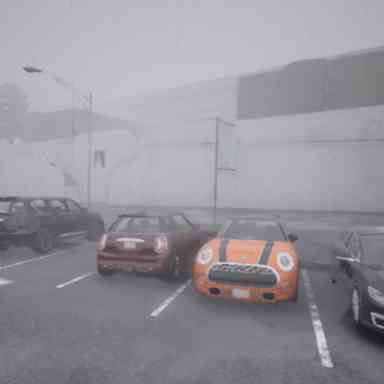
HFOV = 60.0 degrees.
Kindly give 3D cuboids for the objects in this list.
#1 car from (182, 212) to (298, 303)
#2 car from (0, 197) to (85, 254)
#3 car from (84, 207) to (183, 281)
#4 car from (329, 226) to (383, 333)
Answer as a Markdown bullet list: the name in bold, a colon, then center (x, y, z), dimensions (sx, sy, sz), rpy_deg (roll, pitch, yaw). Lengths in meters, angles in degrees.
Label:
- **car**: center (1.528, 1.351, 8.435), dimensions (2.185, 1.767, 4.553), rpy_deg (1, -1, 15)
- **car**: center (-5.813, 1.209, 13.663), dimensions (2.435, 2.045, 5.566), rpy_deg (0, -1, 16)
- **car**: center (-0.939, 1.342, 10.118), dimensions (2.185, 1.767, 4.553), rpy_deg (0, -1, 16)
- **car**: center (3.963, 1.487, 6.666), dimensions (2.231, 1.521, 4.892), rpy_deg (1, 0, 15)
